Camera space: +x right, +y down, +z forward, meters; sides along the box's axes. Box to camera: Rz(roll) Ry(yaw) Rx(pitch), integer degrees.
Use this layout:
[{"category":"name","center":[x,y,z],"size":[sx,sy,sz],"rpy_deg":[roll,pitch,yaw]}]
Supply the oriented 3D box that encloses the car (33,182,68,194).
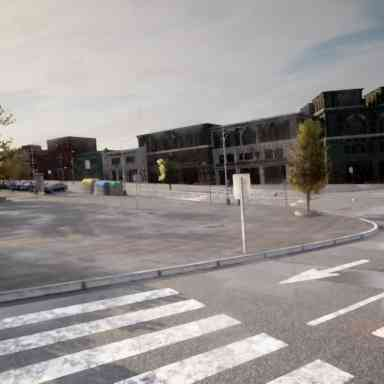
[{"category":"car","center":[-20.767,-0.611,50.025],"size":[2.163,1.488,4.792],"rpy_deg":[1,6,17]}]

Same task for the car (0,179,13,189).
[{"category":"car","center":[-35.246,-1.379,60.228],"size":[2.231,1.521,4.892],"rpy_deg":[1,6,14]}]

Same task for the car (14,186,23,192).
[{"category":"car","center":[-25.533,-0.863,53.537],"size":[2.002,1.452,4.674],"rpy_deg":[0,6,16]}]

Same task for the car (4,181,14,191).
[{"category":"car","center":[-27.933,-1.028,55.244],"size":[2.097,1.535,5.008],"rpy_deg":[1,6,16]}]

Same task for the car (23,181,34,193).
[{"category":"car","center":[-23.132,-0.775,51.810],"size":[2.231,1.521,4.892],"rpy_deg":[1,6,17]}]
